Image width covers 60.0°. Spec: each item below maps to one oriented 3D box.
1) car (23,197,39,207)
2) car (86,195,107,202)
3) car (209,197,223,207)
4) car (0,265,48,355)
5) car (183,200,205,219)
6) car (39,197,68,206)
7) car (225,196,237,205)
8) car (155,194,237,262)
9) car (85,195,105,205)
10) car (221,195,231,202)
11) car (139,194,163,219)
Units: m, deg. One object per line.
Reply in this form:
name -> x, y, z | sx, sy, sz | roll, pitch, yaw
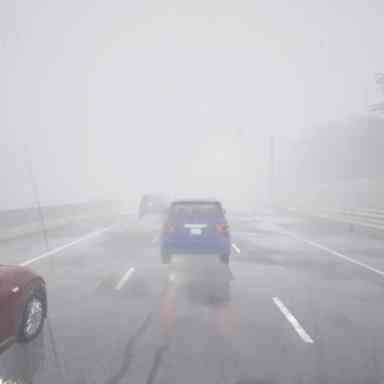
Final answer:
car -> -23.585, 1.488, 49.951 | 2.128, 1.511, 4.902 | 0, 0, -2
car -> -13.809, 1.523, 49.782 | 1.812, 1.442, 4.674 | 0, 0, 1
car -> 3.802, 1.518, 53.195 | 1.812, 1.442, 4.674 | 0, 0, 1
car -> -3.396, 1.351, 3.583 | 2.097, 1.767, 4.553 | 0, 0, 0
car -> 0.203, 1.499, 30.291 | 1.837, 1.490, 4.892 | 0, 0, 0
car -> -20.727, 1.545, 50.754 | 2.033, 1.411, 5.357 | 0, 0, 1
car -> 7.286, 1.495, 62.203 | 1.882, 1.535, 5.008 | 0, 0, 2
car -> 0.119, 1.218, 12.167 | 2.150, 2.045, 5.566 | 0, 0, 0
car -> -17.167, 1.361, 59.267 | 2.097, 1.767, 4.553 | 0, 0, 1
car -> 7.566, 1.412, 73.368 | 1.812, 1.442, 4.674 | 0, 0, 1
car -> -3.303, 1.216, 29.535 | 2.150, 2.045, 5.566 | 0, 0, 0
